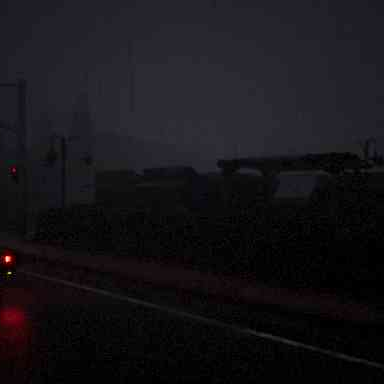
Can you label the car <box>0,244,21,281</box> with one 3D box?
[{"bbox_3d":[-6.465,1.598,8.632,4.718,1.301,1.895,0,0,37],"label":"car"}]
